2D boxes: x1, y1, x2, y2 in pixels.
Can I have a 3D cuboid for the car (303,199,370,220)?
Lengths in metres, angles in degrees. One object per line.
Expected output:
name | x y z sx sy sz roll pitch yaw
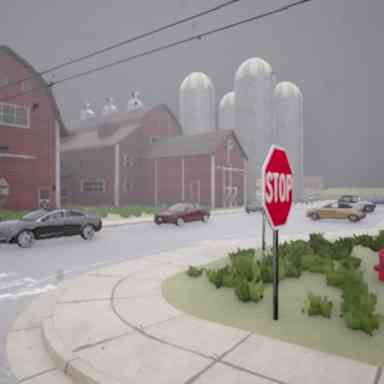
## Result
car | 10.941 1.502 25.507 4.193 1.474 1.816 0 0 35

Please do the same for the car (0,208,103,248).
car | -6.408 1.485 15.076 2.128 1.511 4.902 0 0 39

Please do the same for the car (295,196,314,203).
car | 15.838 1.131 46.763 1.812 1.442 4.674 0 0 35

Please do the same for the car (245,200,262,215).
car | 7.135 1.499 34.345 1.837 1.490 4.892 0 0 35

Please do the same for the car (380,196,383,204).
car | 32.098 1.475 56.702 4.611 1.667 2.242 0 0 35

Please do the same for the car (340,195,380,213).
car | 18.211 1.309 36.876 3.866 1.878 1.905 0 0 35

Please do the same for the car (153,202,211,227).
car | -0.597 1.471 23.187 1.882 1.535 5.008 0 0 35
